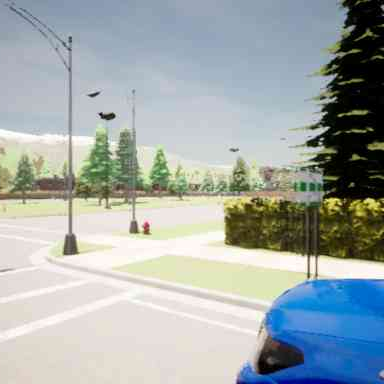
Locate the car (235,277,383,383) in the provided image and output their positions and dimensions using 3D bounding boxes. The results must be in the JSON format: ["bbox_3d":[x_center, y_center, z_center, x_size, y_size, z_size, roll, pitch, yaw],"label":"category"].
[{"bbox_3d":[3.005,1.218,1.842,5.566,2.045,2.150,0,0,36],"label":"car"}]
